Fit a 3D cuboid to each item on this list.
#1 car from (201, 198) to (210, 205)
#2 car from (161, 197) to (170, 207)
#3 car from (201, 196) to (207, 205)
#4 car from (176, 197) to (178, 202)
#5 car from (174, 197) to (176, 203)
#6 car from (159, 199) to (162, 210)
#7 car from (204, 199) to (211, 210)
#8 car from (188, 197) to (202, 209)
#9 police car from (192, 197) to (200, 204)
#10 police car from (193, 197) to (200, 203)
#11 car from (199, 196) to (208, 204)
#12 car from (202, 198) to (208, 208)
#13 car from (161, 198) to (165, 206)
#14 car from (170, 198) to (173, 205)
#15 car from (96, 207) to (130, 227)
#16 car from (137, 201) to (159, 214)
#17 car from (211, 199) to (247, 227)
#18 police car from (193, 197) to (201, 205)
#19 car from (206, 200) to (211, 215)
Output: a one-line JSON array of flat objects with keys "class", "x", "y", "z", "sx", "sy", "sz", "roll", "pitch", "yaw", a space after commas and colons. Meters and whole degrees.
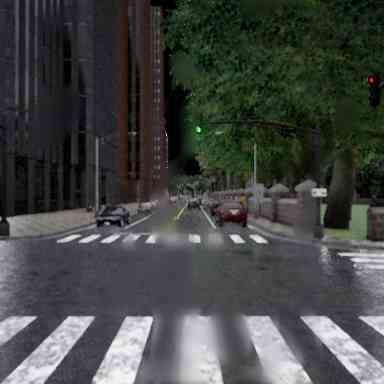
[{"class": "car", "x": 2.945, "y": 2.165, "z": 73.795, "sx": 1.752, "sy": 1.417, "sz": 4.829, "roll": 0, "pitch": -1, "yaw": 0}, {"class": "car", "x": -5.608, "y": 2.121, "z": 62.729, "sx": 1.802, "sy": 1.307, "sz": 4.206, "roll": 0, "pitch": -1, "yaw": 0}, {"class": "car", "x": 2.890, "y": 1.883, "z": 51.801, "sx": 1.967, "sy": 1.590, "sz": 4.097, "roll": 0, "pitch": -1, "yaw": 0}, {"class": "car", "x": -5.540, "y": 2.230, "z": 90.014, "sx": 1.967, "sy": 1.590, "sz": 4.097, "roll": 0, "pitch": -1, "yaw": 0}, {"class": "car", "x": -5.567, "y": 2.232, "z": 79.099, "sx": 1.887, "sy": 1.381, "sz": 4.507, "roll": 0, "pitch": -1, "yaw": 0}, {"class": "car", "x": -5.649, "y": 1.976, "z": 46.358, "sx": 1.802, "sy": 1.307, "sz": 4.206, "roll": 0, "pitch": -1, "yaw": 0}, {"class": "car", "x": 2.863, "y": 1.897, "z": 40.887, "sx": 2.008, "sy": 1.369, "sz": 4.403, "roll": 0, "pitch": -1, "yaw": 0}, {"class": "car", "x": 0.234, "y": 1.971, "z": 54.478, "sx": 1.837, "sy": 1.490, "sz": 4.892, "roll": 0, "pitch": -1, "yaw": 0}, {"class": "police car", "x": 1.093, "y": 2.172, "z": 85.288, "sx": 1.930, "sy": 1.638, "sz": 5.238, "roll": 0, "pitch": -1, "yaw": 0}, {"class": "police car", "x": 1.126, "y": 2.228, "z": 91.288, "sx": 1.930, "sy": 1.638, "sz": 5.238, "roll": 0, "pitch": -1, "yaw": 0}, {"class": "car", "x": 2.972, "y": 2.054, "z": 84.540, "sx": 2.192, "sy": 1.841, "sz": 5.009, "roll": 0, "pitch": -1, "yaw": 0}, {"class": "car", "x": 2.877, "y": 1.945, "z": 46.344, "sx": 2.008, "sy": 1.369, "sz": 4.403, "roll": 0, "pitch": -1, "yaw": 0}, {"class": "car", "x": -5.635, "y": 2.024, "z": 51.815, "sx": 1.802, "sy": 1.307, "sz": 4.206, "roll": 0, "pitch": -1, "yaw": 0}, {"class": "car", "x": -5.594, "y": 1.903, "z": 68.187, "sx": 2.192, "sy": 1.841, "sz": 5.009, "roll": 0, "pitch": -1, "yaw": 0}, {"class": "car", "x": -5.703, "y": 1.767, "z": 24.531, "sx": 1.947, "sy": 1.339, "sz": 4.313, "roll": 0, "pitch": 0, "yaw": 0}, {"class": "car", "x": -5.662, "y": 1.896, "z": 40.901, "sx": 2.008, "sy": 1.369, "sz": 4.403, "roll": 0, "pitch": -1, "yaw": 0}, {"class": "car", "x": 2.822, "y": 1.517, "z": 24.521, "sx": 2.192, "sy": 1.841, "sz": 5.009, "roll": 0, "pitch": -1, "yaw": 0}, {"class": "police car", "x": 1.086, "y": 2.079, "z": 75.288, "sx": 1.930, "sy": 1.638, "sz": 5.238, "roll": 0, "pitch": -1, "yaw": 0}, {"class": "car", "x": 2.850, "y": 1.863, "z": 35.431, "sx": 1.947, "sy": 1.339, "sz": 4.313, "roll": 0, "pitch": -1, "yaw": 0}]
